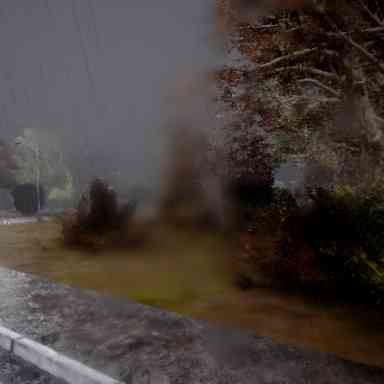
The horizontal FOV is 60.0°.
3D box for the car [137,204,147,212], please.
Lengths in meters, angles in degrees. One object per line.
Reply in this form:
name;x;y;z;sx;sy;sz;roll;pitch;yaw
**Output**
car;-10.493;3.038;62.954;1.837;1.490;4.892;-4;-3;33
